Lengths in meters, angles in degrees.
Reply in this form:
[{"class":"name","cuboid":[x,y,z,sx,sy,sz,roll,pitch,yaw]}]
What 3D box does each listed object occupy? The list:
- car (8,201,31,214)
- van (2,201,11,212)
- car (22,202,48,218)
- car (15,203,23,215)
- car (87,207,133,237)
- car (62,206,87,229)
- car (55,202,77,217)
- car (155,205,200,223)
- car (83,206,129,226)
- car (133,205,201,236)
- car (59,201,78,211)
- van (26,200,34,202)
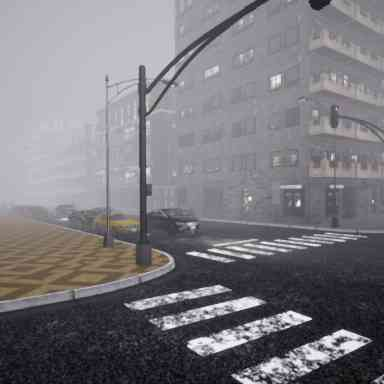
[{"class":"car","cuboid":[-24.915,2.449,48.278,1.887,1.381,4.507,-2,0,-36]},{"class":"van","cuboid":[-31.618,2.433,57.390,1.690,1.788,3.998,-2,0,-36]},{"class":"car","cuboid":[-18.219,2.262,39.166,1.887,1.381,4.507,-2,0,-36]},{"class":"car","cuboid":[-21.566,2.392,43.722,1.802,1.307,4.206,-2,0,-36]},{"class":"car","cuboid":[-4.728,1.865,20.805,1.752,1.417,4.829,-2,0,-36]},{"class":"car","cuboid":[-8.175,2.002,25.498,1.947,1.339,4.313,-2,0,-36]},{"class":"car","cuboid":[-14.521,2.156,38.551,1.837,1.490,4.892,-1,-1,-36]},{"class":"car","cuboid":[-1.424,1.915,30.461,2.008,1.369,4.403,-2,0,-36]},{"class":"car","cuboid":[-7.666,2.006,29.199,2.033,1.411,5.357,-1,-1,-36]},{"class":"car","cuboid":[-1.397,1.775,20.663,2.128,1.511,4.902,-1,-1,-36]},{"class":"car","cuboid":[-21.515,2.366,57.797,1.967,1.590,4.097,-2,0,-36]},{"class":"van","cuboid":[-41.607,2.831,85.133,1.690,1.788,3.998,-2,0,-36]}]
